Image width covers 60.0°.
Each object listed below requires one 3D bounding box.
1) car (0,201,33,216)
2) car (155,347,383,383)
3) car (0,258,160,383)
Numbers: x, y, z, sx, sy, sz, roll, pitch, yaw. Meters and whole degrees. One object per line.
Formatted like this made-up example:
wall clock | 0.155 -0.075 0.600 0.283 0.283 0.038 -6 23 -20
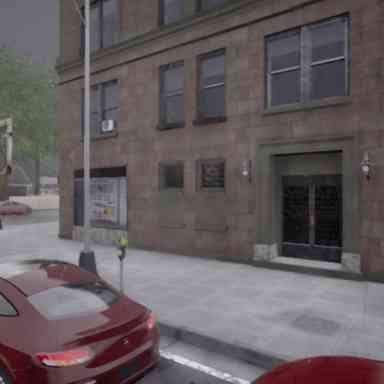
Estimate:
car | -16.056 1.456 28.650 1.994 1.385 4.181 0 0 36
car | 2.196 1.545 1.251 4.507 1.381 1.887 0 0 35
car | -2.300 1.580 4.450 4.206 1.307 1.802 0 0 35
